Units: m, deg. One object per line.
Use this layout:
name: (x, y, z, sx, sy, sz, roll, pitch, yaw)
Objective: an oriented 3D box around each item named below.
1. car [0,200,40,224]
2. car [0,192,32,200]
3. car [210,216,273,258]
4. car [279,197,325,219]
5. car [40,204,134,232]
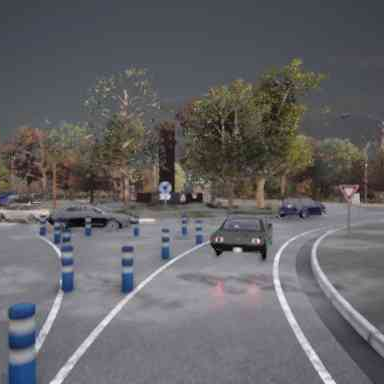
car: (-11.721, 1.488, 23.709, 4.718, 1.301, 1.895, 0, 1, 25)
car: (-23.300, 1.136, 44.075, 1.837, 1.490, 4.892, -1, 0, 11)
car: (2.135, 1.601, 13.038, 1.895, 1.301, 4.718, 0, 0, 17)
car: (9.316, 1.185, 27.995, 4.553, 1.767, 2.097, -1, 1, -43)
car: (-5.724, 1.435, 19.168, 4.902, 1.511, 2.128, 0, 1, 5)
